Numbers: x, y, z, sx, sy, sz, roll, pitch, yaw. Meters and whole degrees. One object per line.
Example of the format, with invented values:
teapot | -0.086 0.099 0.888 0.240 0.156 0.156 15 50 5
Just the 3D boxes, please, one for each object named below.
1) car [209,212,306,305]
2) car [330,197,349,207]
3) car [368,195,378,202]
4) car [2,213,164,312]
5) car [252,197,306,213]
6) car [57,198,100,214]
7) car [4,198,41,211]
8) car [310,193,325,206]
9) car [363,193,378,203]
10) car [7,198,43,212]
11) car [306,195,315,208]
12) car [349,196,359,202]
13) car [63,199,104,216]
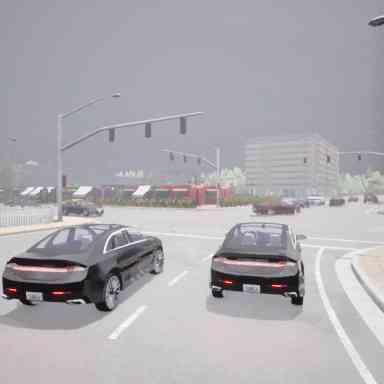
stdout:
car | 1.735 1.492 8.212 2.128 1.511 4.902 0 0 16
car | 23.286 1.477 53.057 1.882 1.535 5.008 0 0 31
car | 42.086 1.524 77.344 1.812 1.442 4.674 0 0 31
car | -2.081 1.492 7.816 2.128 1.511 4.902 0 0 12
car | 8.206 1.522 32.351 5.008 1.535 1.882 0 1 -24
car | -12.780 1.533 37.416 5.008 1.535 1.882 0 0 32
car | -22.027 1.543 43.150 4.902 1.511 2.128 1 0 32
car | 21.048 1.221 56.430 2.150 2.045 5.566 0 0 31
car | 36.576 1.225 68.305 2.150 2.045 5.566 0 0 31
car | -18.305 1.619 36.722 4.181 1.385 1.994 0 0 32
car | 15.436 1.547 47.260 2.033 1.411 5.357 0 0 31
car | 36.119 1.524 74.281 1.812 1.442 4.674 0 0 31
car | -10.574 1.547 31.932 4.902 1.511 2.128 0 0 32
